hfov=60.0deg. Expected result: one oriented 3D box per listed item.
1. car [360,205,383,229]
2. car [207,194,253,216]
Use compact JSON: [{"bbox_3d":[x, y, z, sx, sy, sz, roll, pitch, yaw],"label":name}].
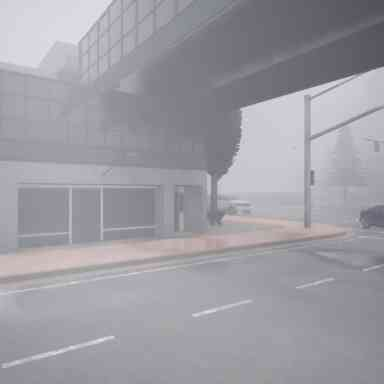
[{"bbox_3d":[11.581,1.478,18.815,1.882,1.535,5.008,1,0,-2],"label":"car"},{"bbox_3d":[3.607,1.223,33.570,2.150,2.045,5.566,0,0,-36],"label":"car"}]
